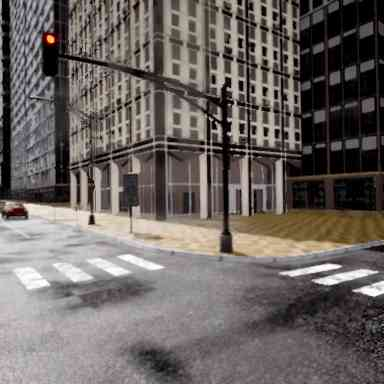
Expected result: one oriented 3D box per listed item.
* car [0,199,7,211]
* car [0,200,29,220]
[{"bbox_3d":[-24.861,1.615,42.162,1.947,1.339,4.313,1,-1,-35],"label":"car"},{"bbox_3d":[-15.143,1.608,28.540,1.802,1.307,4.206,1,-1,-35],"label":"car"}]
